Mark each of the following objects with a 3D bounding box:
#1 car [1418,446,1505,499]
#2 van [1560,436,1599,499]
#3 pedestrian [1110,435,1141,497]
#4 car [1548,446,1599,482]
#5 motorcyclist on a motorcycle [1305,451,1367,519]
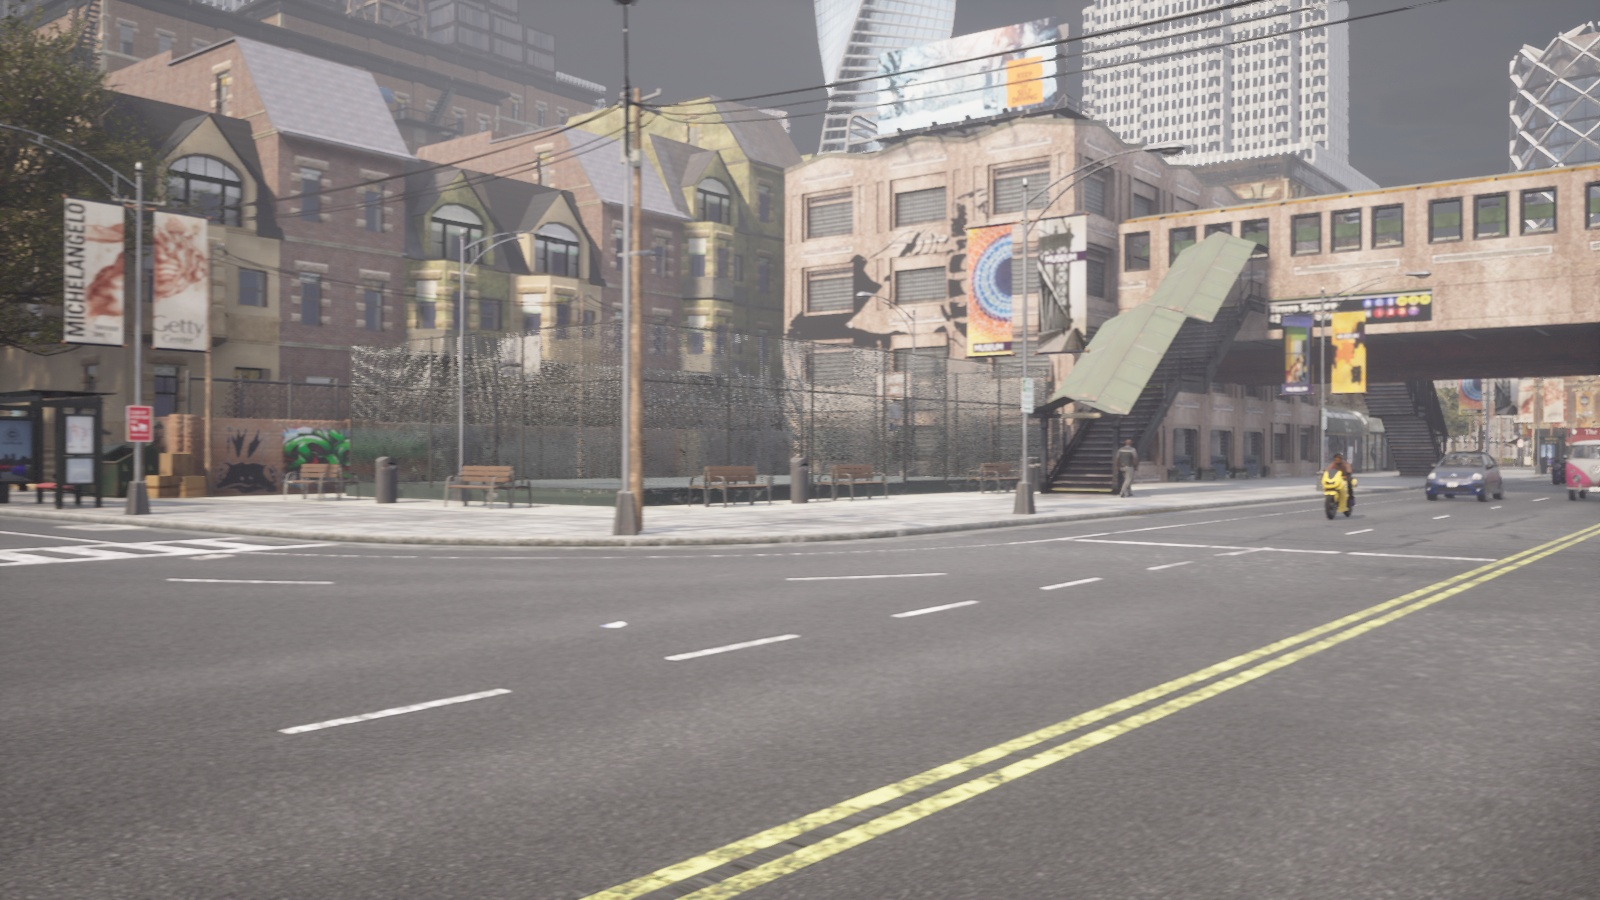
[{"bbox_3d":[21.627,0.703,40.996,1.851,1.617,3.988,0,0,38],"label":"car"},{"bbox_3d":[26.408,0.550,41.427,1.775,1.987,4.442,0,0,38],"label":"van"},{"bbox_3d":[9.948,0.478,38.363,0.563,1.883,0.849,0,0,44],"label":"pedestrian"},{"bbox_3d":[39.201,0.685,63.242,2.097,1.767,4.553,0,0,38],"label":"car"},{"bbox_3d":[12.407,0.775,29.034,0.797,1.523,2.044,0,0,38],"label":"motorcyclist on a motorcycle"}]
